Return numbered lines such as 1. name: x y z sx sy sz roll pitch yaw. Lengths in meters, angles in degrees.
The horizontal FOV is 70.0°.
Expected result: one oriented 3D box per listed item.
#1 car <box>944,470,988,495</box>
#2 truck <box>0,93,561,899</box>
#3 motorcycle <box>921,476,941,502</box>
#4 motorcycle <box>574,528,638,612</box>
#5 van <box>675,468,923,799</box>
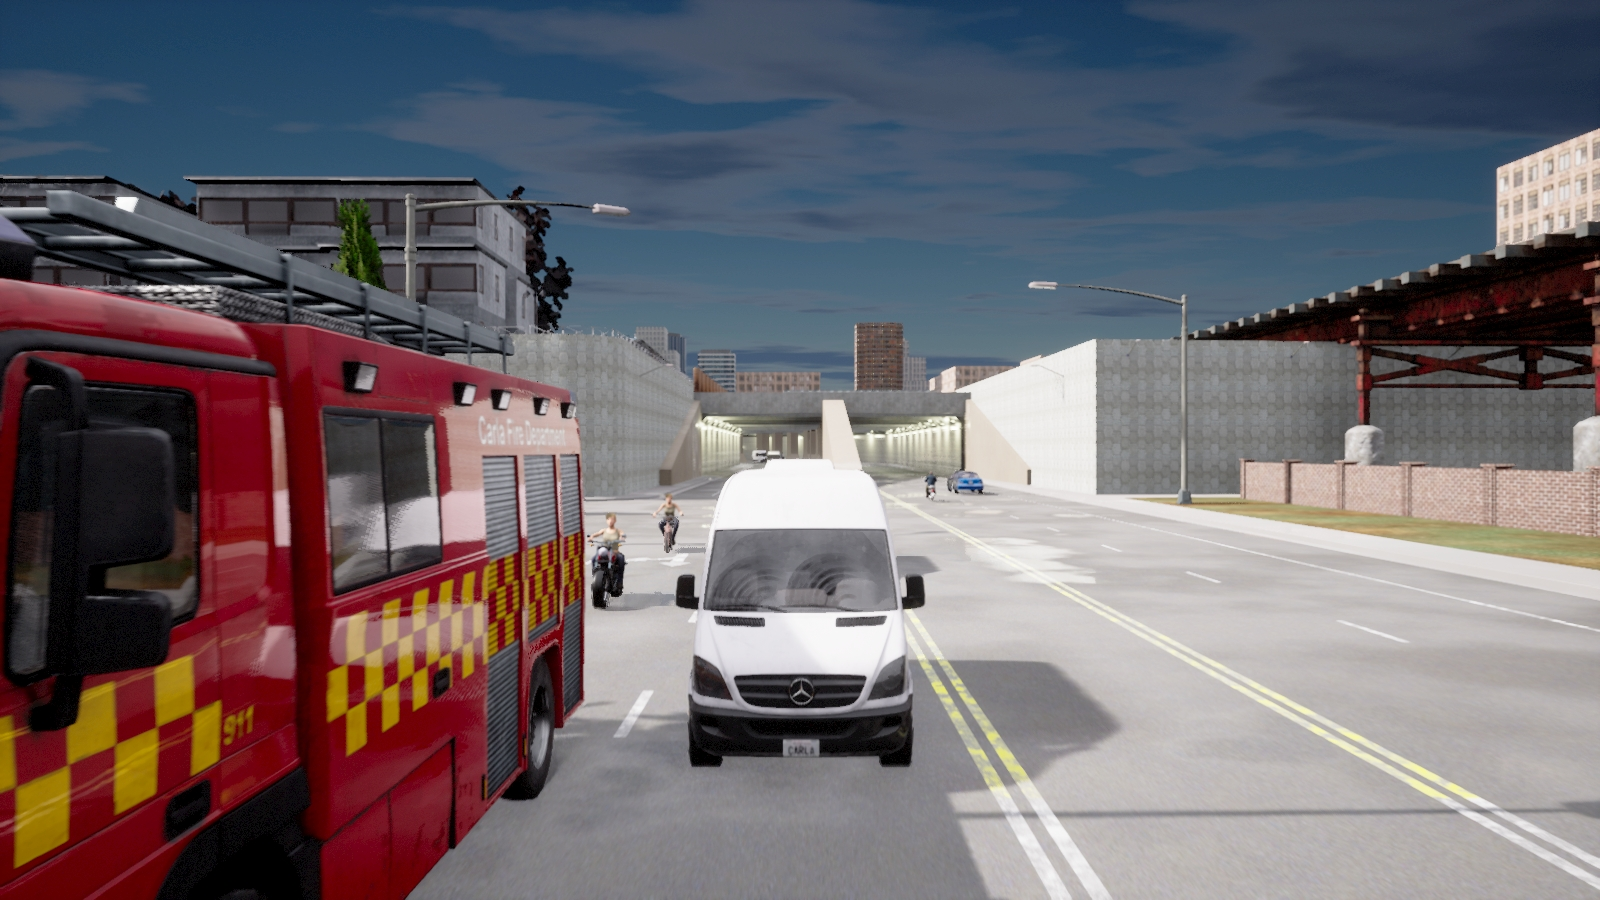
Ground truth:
1. car: 10.511 2.032 72.858 2.033 1.411 5.357 0 0 0
2. truck: -3.726 0.884 6.549 2.891 3.827 8.468 0 0 0
3. motorcycle: 7.021 2.068 61.136 0.856 1.341 1.805 0 0 0
4. motorcycle: -3.506 2.151 20.849 0.764 1.277 2.356 0 0 0
5. van: -0.001 1.521 12.128 1.988 2.561 5.915 0 0 0
